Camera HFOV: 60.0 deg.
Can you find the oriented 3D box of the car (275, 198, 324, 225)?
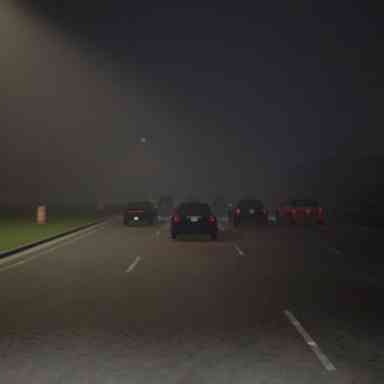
[{"bbox_3d":[7.095,1.196,22.457,2.097,1.767,4.553,0,0,0],"label":"car"}]

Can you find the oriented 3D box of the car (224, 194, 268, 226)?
[{"bbox_3d":[3.595,1.198,22.111,2.097,1.767,4.553,0,0,0],"label":"car"}]

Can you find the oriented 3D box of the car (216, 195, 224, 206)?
[{"bbox_3d":[3.590,1.197,44.277,1.837,1.490,4.892,0,0,0],"label":"car"}]

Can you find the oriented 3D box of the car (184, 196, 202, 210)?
[{"bbox_3d":[0.091,1.275,39.217,2.033,1.411,5.357,0,0,0],"label":"car"}]

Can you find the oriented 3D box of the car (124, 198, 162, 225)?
[{"bbox_3d":[-3.405,1.346,22.740,1.837,1.490,4.892,0,0,0],"label":"car"}]

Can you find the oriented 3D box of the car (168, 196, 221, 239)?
[{"bbox_3d":[0.095,1.235,16.803,2.097,1.767,4.553,0,0,0],"label":"car"}]

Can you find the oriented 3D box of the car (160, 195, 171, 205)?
[{"bbox_3d":[-3.410,1.202,43.551,1.837,1.490,4.892,0,0,0],"label":"car"}]

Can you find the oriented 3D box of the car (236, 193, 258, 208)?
[{"bbox_3d":[7.089,1.050,43.510,2.097,1.767,4.553,0,0,0],"label":"car"}]
